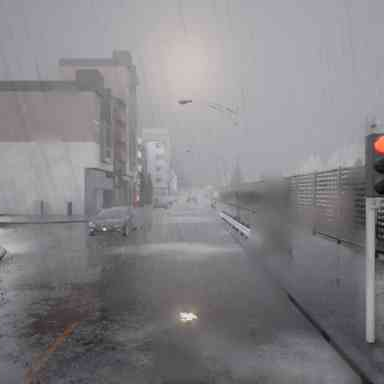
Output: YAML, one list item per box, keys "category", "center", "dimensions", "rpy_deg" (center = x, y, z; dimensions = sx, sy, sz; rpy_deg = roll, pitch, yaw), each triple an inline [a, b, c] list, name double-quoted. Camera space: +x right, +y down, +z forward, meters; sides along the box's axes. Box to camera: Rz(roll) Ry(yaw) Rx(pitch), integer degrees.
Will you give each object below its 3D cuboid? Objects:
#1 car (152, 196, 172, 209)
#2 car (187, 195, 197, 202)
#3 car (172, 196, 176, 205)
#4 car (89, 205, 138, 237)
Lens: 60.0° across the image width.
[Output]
- category: "car"
  center: [-4.116, 1.505, 44.388]
  dimensions: [1.837, 1.490, 4.892]
  rpy_deg: [0, 0, 0]
- category: "car"
  center: [-0.023, 1.355, 73.741]
  dimensions: [2.097, 1.767, 4.553]
  rpy_deg: [0, 0, 0]
- category: "car"
  center: [-4.113, 1.478, 54.620]
  dimensions: [1.882, 1.535, 5.008]
  rpy_deg: [0, 0, 0]
- category: "car"
  center: [-4.105, 1.505, 18.006]
  dimensions: [1.837, 1.490, 4.892]
  rpy_deg: [0, 0, 0]
